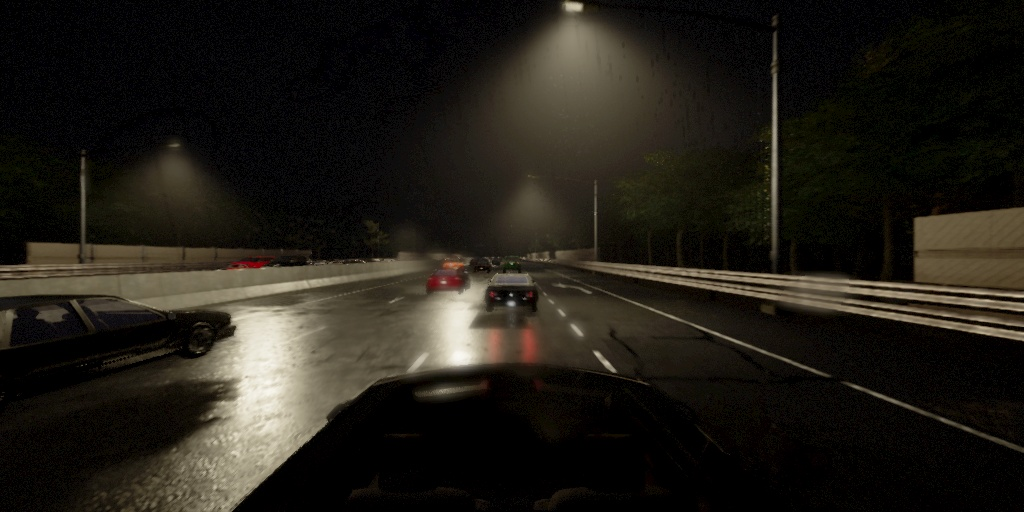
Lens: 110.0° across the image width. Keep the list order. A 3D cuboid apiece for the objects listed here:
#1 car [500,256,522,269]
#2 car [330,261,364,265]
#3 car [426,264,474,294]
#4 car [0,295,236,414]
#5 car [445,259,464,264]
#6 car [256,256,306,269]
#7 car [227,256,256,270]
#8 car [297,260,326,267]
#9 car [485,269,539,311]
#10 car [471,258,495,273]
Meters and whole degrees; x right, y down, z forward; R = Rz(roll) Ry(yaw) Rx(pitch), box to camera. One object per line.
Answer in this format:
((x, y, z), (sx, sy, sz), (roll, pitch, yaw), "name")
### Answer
((-0.014, 1.011, 43.680), (2.150, 2.045, 5.566), (0, 0, 0), "car")
((-17.590, 1.291, 39.224), (1.837, 1.490, 4.892), (0, 0, 0), "car")
((-3.508, 1.329, 20.382), (1.994, 1.385, 4.181), (0, 0, 0), "car")
((-7.000, 1.297, 5.391), (2.033, 1.411, 5.357), (0, 0, 0), "car")
((-7.014, 1.140, 43.572), (2.097, 1.767, 4.553), (0, 0, 0), "car")
((-24.588, 1.008, 39.130), (2.150, 2.045, 5.566), (0, 0, 0), "car")
((-28.085, 1.008, 39.124), (2.150, 2.045, 5.566), (0, 0, 0), "car")
((-21.090, 1.387, 39.470), (1.895, 1.301, 4.718), (0, 0, 0), "car")
((-0.004, 1.357, 14.412), (1.895, 1.301, 4.718), (0, 0, 0), "car")
((-3.513, 1.266, 43.642), (1.882, 1.535, 5.008), (0, 0, 0), "car")
